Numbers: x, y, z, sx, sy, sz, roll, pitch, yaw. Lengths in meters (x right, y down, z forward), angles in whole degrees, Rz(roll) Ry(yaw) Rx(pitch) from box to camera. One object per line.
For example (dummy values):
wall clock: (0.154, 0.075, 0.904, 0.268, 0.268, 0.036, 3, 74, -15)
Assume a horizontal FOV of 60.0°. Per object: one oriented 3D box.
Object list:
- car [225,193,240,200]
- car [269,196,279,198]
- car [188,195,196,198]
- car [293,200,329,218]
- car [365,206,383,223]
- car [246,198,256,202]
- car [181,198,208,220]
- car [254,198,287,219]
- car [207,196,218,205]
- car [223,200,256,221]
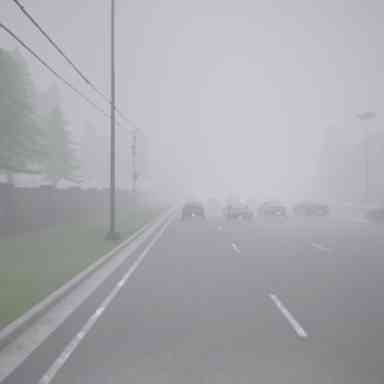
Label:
car: (7.009, 1.252, 57.582, 2.150, 2.045, 5.566, 0, 0, 0)
car: (14.008, 1.534, 57.479, 1.837, 1.490, 4.892, 0, 0, 0)
car: (0.009, 1.381, 57.958, 2.097, 1.767, 4.553, 0, 0, 0)
car: (10.604, 1.493, 30.033, 1.882, 1.535, 5.008, 0, 0, 0)
car: (14.103, 1.559, 22.931, 2.033, 1.411, 5.357, 0, 0, 0)
car: (10.513, 1.631, 58.495, 1.895, 1.301, 4.718, 0, 0, 0)
car: (0.104, 1.520, 28.446, 1.837, 1.490, 4.892, 0, 0, 0)
car: (7.091, 1.541, 29.585, 1.812, 1.442, 4.674, 0, 0, 0)
car: (3.508, 1.534, 57.482, 1.837, 1.490, 4.892, 0, 0, 0)
car: (3.605, 1.615, 27.056, 1.895, 1.301, 4.718, 0, 0, 0)
